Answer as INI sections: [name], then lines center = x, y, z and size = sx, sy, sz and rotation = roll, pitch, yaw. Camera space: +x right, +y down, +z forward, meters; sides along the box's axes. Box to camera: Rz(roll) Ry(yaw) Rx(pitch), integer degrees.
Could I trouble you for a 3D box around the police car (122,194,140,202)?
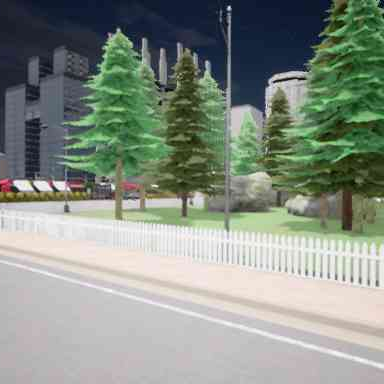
[police car]
center = -10.221, 0.880, 57.248
size = 1.930, 1.638, 5.238
rotation = 1, 1, 34
